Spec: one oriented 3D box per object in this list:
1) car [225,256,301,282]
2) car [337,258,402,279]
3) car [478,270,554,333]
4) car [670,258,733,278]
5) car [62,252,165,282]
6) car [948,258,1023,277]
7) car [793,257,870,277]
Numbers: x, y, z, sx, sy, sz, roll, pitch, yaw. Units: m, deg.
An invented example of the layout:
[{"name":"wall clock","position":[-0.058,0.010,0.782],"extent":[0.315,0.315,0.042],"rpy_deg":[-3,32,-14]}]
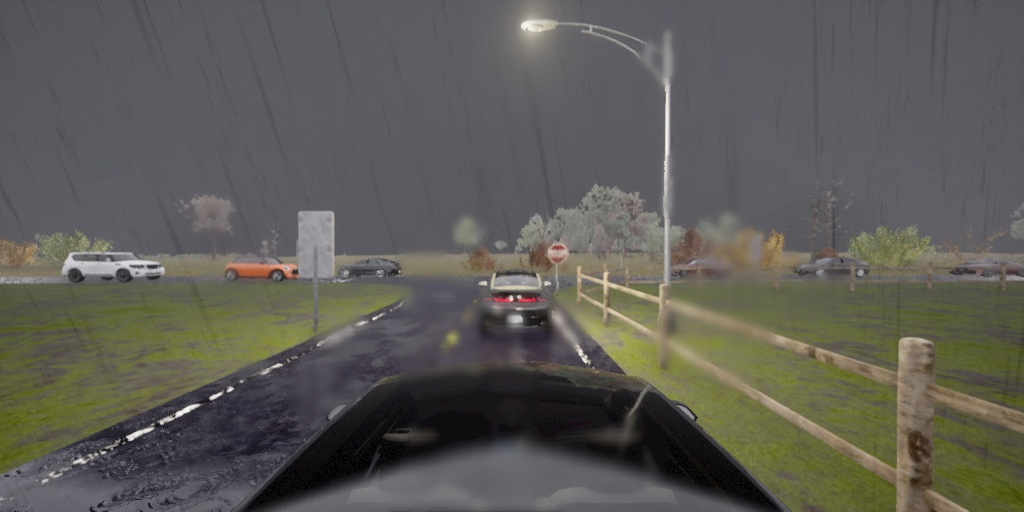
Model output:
[{"name":"car","position":[-16.989,0.822,24.830],"extent":[4.553,1.767,2.097],"rpy_deg":[0,1,1]},{"name":"car","position":[-10.931,0.919,27.533],"extent":[4.892,1.490,1.837],"rpy_deg":[0,-1,8]},{"name":"car","position":[0.105,1.134,10.299],"extent":[1.837,1.490,4.892],"rpy_deg":[0,1,0]},{"name":"car","position":[14.365,0.875,27.520],"extent":[4.674,1.442,1.812],"rpy_deg":[0,1,0]},{"name":"car","position":[-27.614,0.721,24.917],"extent":[5.566,2.045,2.150],"rpy_deg":[0,1,1]},{"name":"car","position":[36.228,0.879,27.326],"extent":[4.181,1.385,1.994],"rpy_deg":[0,1,0]},{"name":"car","position":[24.354,0.834,27.433],"extent":[4.892,1.490,1.837],"rpy_deg":[0,1,1]}]
